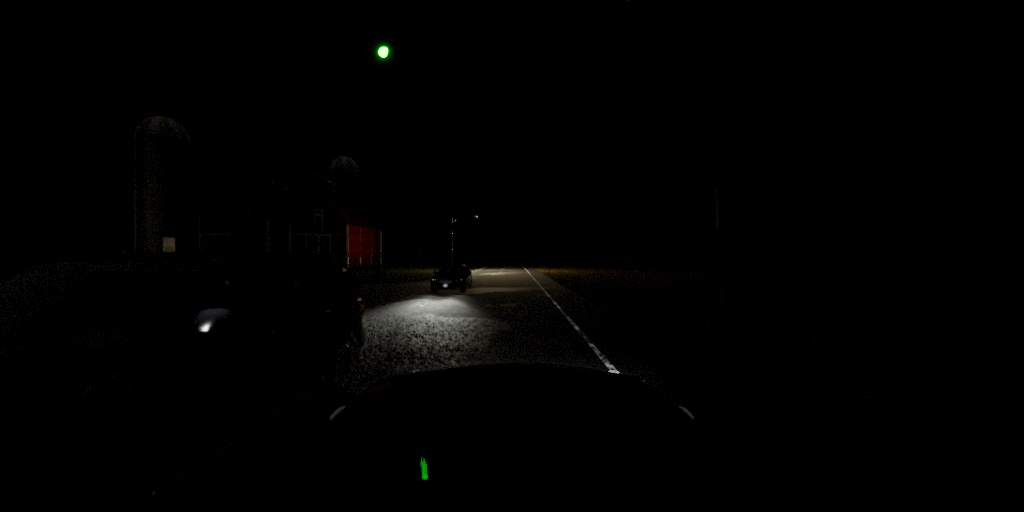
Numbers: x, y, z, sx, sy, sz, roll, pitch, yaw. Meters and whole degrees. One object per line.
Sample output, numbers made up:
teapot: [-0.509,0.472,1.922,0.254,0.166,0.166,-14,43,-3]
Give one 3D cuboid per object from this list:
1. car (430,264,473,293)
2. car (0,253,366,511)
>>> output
car: [-3.362,1.230,20.629,2.128,1.511,4.902,0,0,0]
car: [-3.489,0.979,3.686,2.150,2.045,5.566,0,0,0]
